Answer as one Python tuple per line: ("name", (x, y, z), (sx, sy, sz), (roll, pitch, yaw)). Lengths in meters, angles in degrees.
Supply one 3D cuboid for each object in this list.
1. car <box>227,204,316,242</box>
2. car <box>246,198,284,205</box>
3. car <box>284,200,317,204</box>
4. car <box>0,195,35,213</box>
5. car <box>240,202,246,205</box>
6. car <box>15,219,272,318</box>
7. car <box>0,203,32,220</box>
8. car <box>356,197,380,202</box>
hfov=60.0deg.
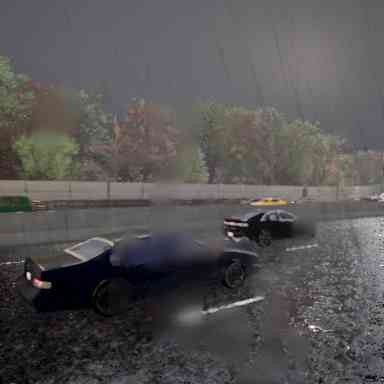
("car", (3.532, 1.499, 14.865), (4.902, 1.511, 2.128), (0, 0, -36))
("car", (9.435, 1.517, 40.798), (5.008, 1.535, 1.882), (0, 0, -35))
("car", (13.310, 1.609, 39.241), (4.181, 1.385, 1.994), (0, 0, -35))
("car", (-12.753, 1.220, 20.690), (5.566, 2.045, 2.150), (0, 0, -36))
("car", (8.609, 1.520, 44.501), (5.008, 1.535, 1.882), (0, 0, -35))
("car", (-0.869, 1.548, 7.424), (5.357, 1.411, 2.033), (0, 0, -36))
("car", (-15.832, 1.600, 27.091), (4.718, 1.301, 1.895), (0, 0, -35))
("car", (21.361, 1.415, 40.698), (4.553, 1.767, 2.097), (0, 0, -35))
